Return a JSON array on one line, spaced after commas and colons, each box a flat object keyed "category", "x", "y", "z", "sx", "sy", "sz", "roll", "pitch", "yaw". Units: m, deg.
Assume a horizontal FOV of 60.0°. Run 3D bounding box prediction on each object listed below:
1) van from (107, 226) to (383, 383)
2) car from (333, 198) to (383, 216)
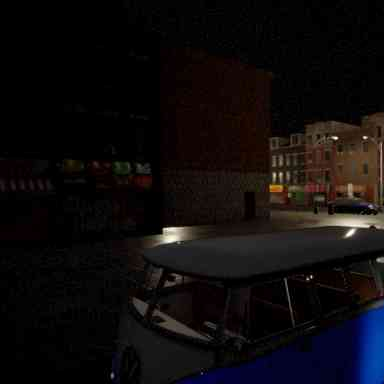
[{"category": "van", "x": 1.124, "y": 1.341, "z": 3.624, "sx": 3.998, "sy": 1.788, "sz": 1.690, "roll": 0, "pitch": 0, "yaw": -36}, {"category": "car", "x": 15.610, "y": 1.356, "z": 31.789, "sx": 2.097, "sy": 1.767, "sz": 4.553, "roll": 0, "pitch": 0, "yaw": -36}]
